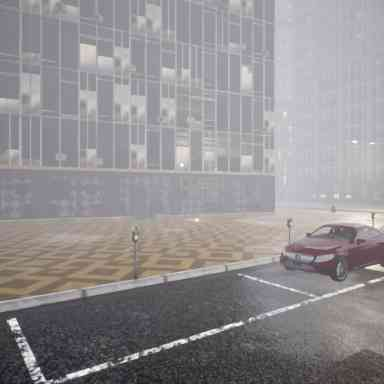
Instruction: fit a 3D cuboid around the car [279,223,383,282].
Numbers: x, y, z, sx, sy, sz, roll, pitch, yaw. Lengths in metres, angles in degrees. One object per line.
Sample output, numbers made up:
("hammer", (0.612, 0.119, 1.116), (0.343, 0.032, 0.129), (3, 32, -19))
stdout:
("car", (4.383, 1.579, 9.697), (4.206, 1.307, 1.802), (0, 0, -36))
